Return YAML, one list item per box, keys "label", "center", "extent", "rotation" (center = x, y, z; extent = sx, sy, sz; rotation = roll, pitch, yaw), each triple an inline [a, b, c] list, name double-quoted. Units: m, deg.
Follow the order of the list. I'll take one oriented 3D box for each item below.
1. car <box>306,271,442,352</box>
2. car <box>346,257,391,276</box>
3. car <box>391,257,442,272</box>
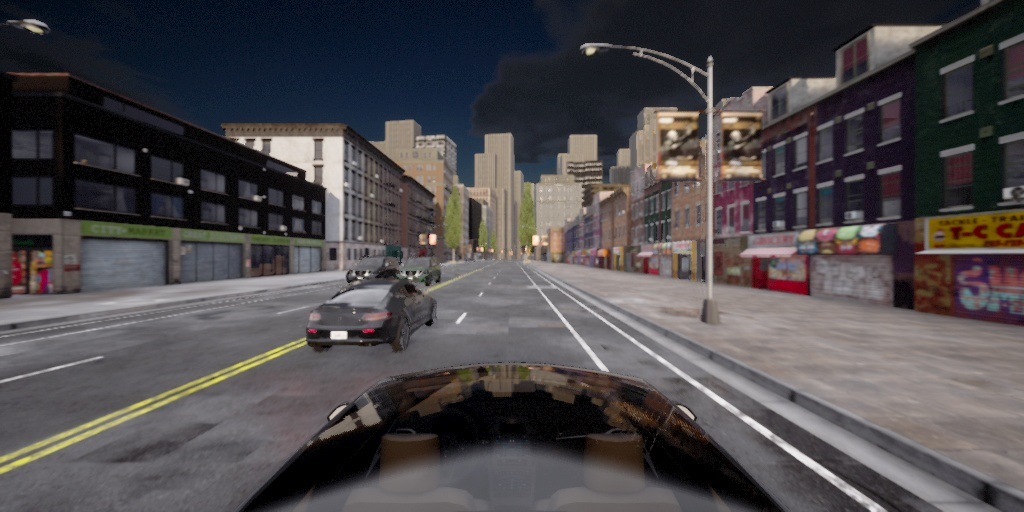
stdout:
- label: "car"
  center: [-3.155, 1.280, 8.838]
  extent: [1.812, 1.442, 4.674]
  rotation: [0, 0, 0]
- label: "car"
  center: [-9.759, 1.069, 25.729]
  extent: [2.150, 2.045, 5.566]
  rotation: [0, 0, 0]
- label: "car"
  center: [-6.509, 1.080, 25.730]
  extent: [2.150, 2.045, 5.566]
  rotation: [0, 0, 0]
